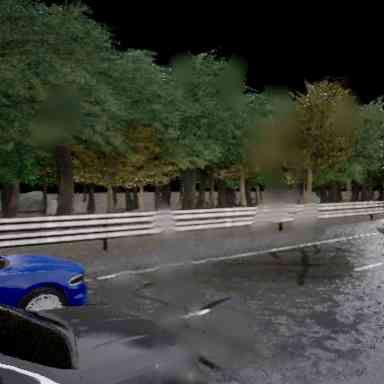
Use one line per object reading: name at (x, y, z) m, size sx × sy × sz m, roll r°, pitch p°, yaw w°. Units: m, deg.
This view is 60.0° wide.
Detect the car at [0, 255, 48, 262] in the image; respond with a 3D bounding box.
car at (-4.194, 1.481, 5.055) m, size 5.008 × 1.535 × 1.882 m, roll 0°, pitch 0°, yaw -36°

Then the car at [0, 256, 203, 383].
car at (-2.154, 1.508, 2.211) m, size 4.892 × 1.490 × 1.837 m, roll 0°, pitch 0°, yaw -35°

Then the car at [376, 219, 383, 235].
car at (10.758, 1.480, 15.728) m, size 4.718 × 1.301 × 1.895 m, roll -1°, pitch 0°, yaw -35°
